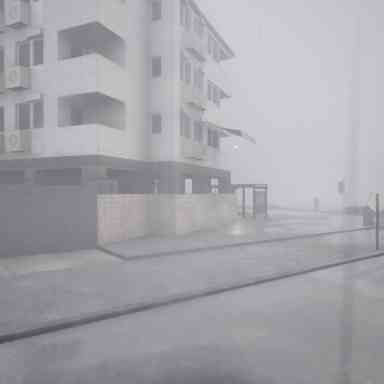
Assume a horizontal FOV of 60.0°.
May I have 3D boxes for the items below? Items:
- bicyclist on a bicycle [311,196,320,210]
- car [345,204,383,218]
[{"bbox_3d":[14.709,1.349,39.571,1.656,1.620,0.582,0,0,-35],"label":"bicyclist on a bicycle"},{"bbox_3d":[16.209,1.601,29.711,1.895,1.301,4.718,0,0,-32],"label":"car"}]
